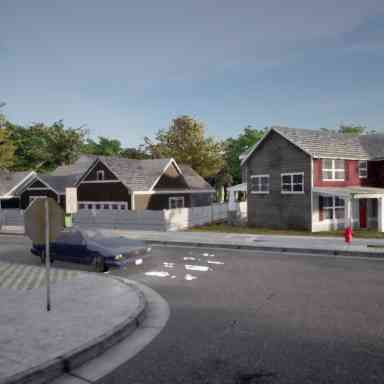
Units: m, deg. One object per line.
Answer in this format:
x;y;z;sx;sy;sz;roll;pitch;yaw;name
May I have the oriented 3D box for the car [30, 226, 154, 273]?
-3.988;2.028;12.678;5.357;1.411;2.033;-2;0;34;car
